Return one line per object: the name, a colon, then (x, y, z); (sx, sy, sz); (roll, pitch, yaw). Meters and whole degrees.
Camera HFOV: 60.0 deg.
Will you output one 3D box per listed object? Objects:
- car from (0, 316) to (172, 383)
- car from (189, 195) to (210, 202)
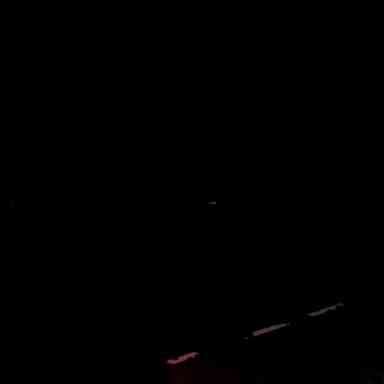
car: (-2.182, 1.514, 1.514); (4.674, 1.442, 1.812); (1, 0, -36)
car: (1.465, 1.260, 64.157); (1.895, 1.301, 4.718); (0, 1, -36)
